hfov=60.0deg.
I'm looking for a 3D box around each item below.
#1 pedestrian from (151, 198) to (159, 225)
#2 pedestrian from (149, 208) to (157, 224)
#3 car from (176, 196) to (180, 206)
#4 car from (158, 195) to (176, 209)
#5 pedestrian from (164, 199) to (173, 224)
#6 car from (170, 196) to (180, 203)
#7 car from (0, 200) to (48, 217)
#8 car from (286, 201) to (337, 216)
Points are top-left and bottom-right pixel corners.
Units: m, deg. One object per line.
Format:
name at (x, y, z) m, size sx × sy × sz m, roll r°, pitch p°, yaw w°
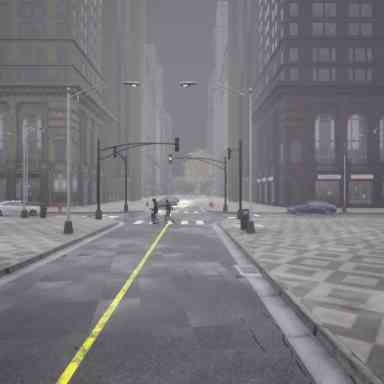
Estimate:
pedestrian at (-2.519, 1.293, 22.442) m, size 0.375 × 1.860 × 0.375 m, roll 0°, pitch 0°, yaw 0°
pedestrian at (-2.741, 1.673, 23.640) m, size 0.500 × 1.100 × 0.500 m, roll 0°, pitch 0°, yaw 0°
car at (-3.507, 1.355, 55.423) m, size 2.097 × 1.767 × 4.553 m, roll 0°, pitch 0°, yaw 0°
car at (-3.458, 1.546, 44.496) m, size 2.033 × 1.411 × 5.357 m, roll 0°, pitch 0°, yaw -4°
pedestrian at (-1.671, 1.293, 23.051) m, size 0.375 × 1.860 × 0.375 m, roll 0°, pitch 0°, yaw 0°
car at (-3.524, 1.543, 69.251) m, size 1.812 × 1.442 × 4.674 m, roll 0°, pitch 0°, yaw 0°
car at (-15.061, 1.474, 29.056) m, size 4.674 × 1.442 × 1.812 m, roll 0°, pitch 0°, yaw -2°
car at (11.632, 1.565, 32.455) m, size 4.674 × 1.442 × 1.812 m, roll 0°, pitch 0°, yaw 1°
